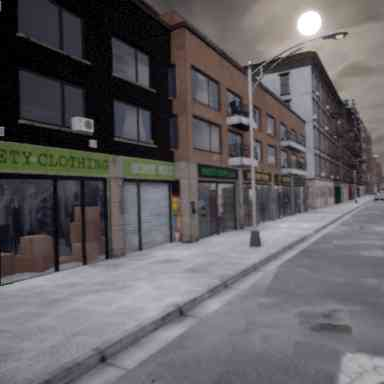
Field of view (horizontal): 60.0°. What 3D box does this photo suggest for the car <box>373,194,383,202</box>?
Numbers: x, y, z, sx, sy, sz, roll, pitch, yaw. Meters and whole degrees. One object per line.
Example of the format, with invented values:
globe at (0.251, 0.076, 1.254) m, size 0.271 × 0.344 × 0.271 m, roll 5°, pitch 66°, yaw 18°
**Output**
car at (35.387, 1.166, 62.778) m, size 2.033 × 1.411 × 5.357 m, roll -2°, pitch -1°, yaw 31°
